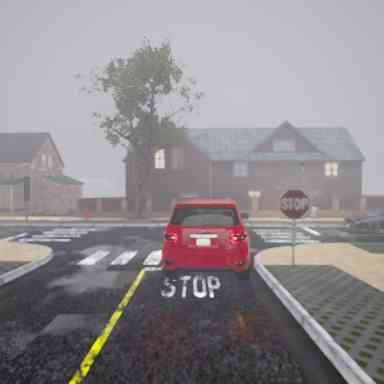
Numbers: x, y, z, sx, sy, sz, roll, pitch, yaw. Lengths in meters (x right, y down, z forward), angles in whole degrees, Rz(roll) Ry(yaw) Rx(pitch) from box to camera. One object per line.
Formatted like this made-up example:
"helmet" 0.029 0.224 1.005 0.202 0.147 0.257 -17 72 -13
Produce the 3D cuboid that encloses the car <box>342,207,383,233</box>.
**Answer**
"car" 11.385 1.498 18.584 5.357 1.411 2.033 0 1 1

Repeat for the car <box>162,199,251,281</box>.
"car" 0.570 1.220 10.068 2.150 2.045 5.566 -1 0 7
